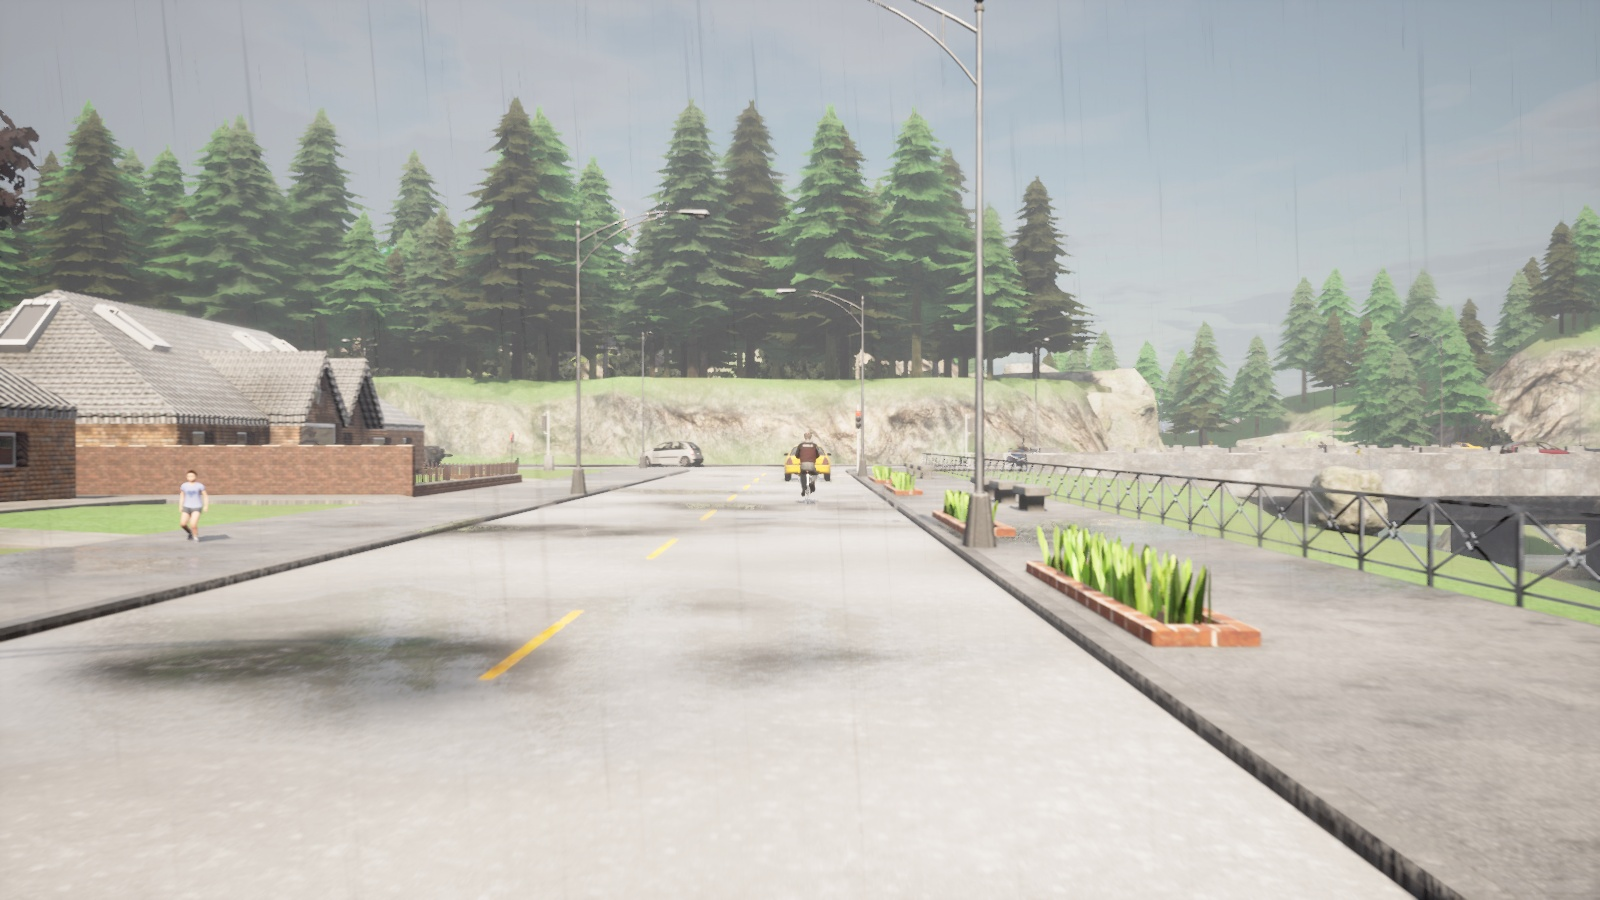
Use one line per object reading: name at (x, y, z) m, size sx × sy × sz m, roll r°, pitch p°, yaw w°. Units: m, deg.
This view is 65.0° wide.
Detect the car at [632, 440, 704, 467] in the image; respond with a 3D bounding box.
car at (-8.038, 0.206, 76.689) m, size 3.988 × 1.617 × 1.851 m, roll 0°, pitch 0°, yaw 18°

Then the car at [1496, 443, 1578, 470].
car at (42.731, 0.349, 72.852) m, size 3.705 × 1.549 × 1.789 m, roll 0°, pitch 0°, yaw 0°

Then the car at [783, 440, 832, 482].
car at (0.301, 0.406, 49.635) m, size 1.801 × 1.575 × 5.366 m, roll 0°, pitch 0°, yaw 0°

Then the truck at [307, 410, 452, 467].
truck at (-25.798, -0.692, 77.269) m, size 7.936 × 3.462 × 2.891 m, roll 0°, pitch 0°, yaw 0°

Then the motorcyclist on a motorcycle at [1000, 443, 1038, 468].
motorcyclist on a motorcycle at (13.444, 0.358, 77.027) m, size 2.191 × 1.530 × 0.866 m, roll 0°, pitch 0°, yaw 0°

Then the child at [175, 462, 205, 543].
child at (-8.509, 0.731, 17.527) m, size 0.255 × 1.110 × 0.394 m, roll 0°, pitch 0°, yaw -7°
